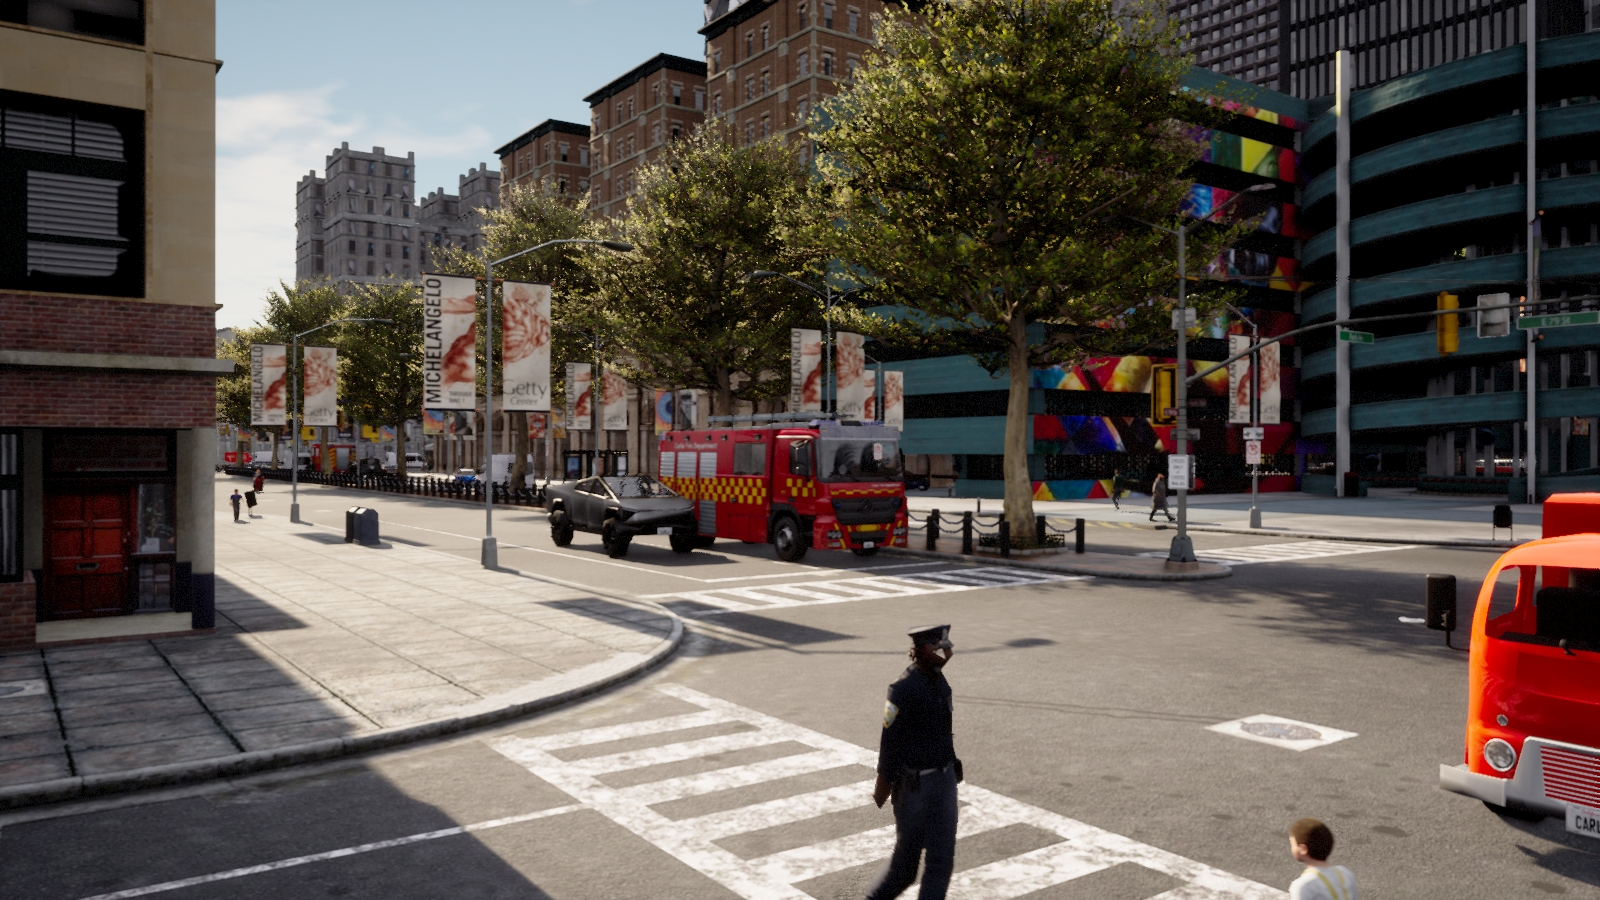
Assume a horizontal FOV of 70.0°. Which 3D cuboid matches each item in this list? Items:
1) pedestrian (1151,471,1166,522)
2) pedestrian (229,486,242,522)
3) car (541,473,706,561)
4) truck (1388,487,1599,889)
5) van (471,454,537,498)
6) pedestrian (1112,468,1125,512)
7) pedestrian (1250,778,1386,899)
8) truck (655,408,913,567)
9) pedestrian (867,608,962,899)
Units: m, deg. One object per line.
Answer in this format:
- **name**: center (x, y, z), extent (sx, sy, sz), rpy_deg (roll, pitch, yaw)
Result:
- **pedestrian**: center (13.201, 1.713, 42.107), extent (0.375, 1.860, 0.375), rpy_deg (0, 0, -41)
- **pedestrian**: center (-20.829, 1.980, 42.187), extent (0.375, 1.300, 0.375), rpy_deg (0, 0, -36)
- **car**: center (-5.129, 1.760, 32.285), extent (2.390, 2.098, 6.274), rpy_deg (0, 0, -31)
- **truck**: center (7.221, 1.573, 8.834), extent (5.204, 2.467, 2.627), rpy_deg (0, 0, -35)
- **van**: center (-18.348, 1.545, 70.530), extent (1.988, 2.561, 5.915), rpy_deg (0, 0, -35)
- **pedestrian**: center (13.556, 1.713, 48.627), extent (0.375, 1.860, 0.375), rpy_deg (0, 0, -25)
- **pedestrian**: center (2.219, 2.131, 4.910), extent (0.375, 1.300, 0.375), rpy_deg (0, 0, -22)
- **truck**: center (-0.743, 0.899, 31.713), extent (2.891, 3.827, 8.468), rpy_deg (0, 0, -35)
- **pedestrian**: center (0.639, 1.851, 6.390), extent (0.375, 1.860, 0.375), rpy_deg (0, 0, -37)
